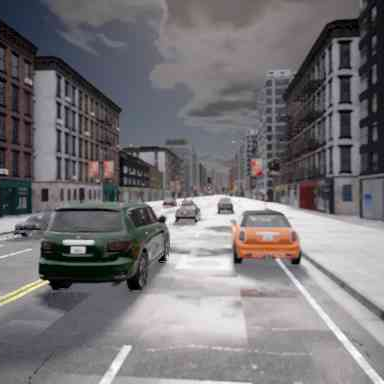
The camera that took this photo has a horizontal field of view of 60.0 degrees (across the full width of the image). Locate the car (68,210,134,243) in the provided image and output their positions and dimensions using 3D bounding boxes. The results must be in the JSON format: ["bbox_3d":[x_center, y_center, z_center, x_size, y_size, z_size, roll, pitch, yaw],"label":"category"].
[{"bbox_3d":[-4.721,1.733,17.995,1.895,1.301,4.718,0,0,5],"label":"car"}]

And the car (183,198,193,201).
[{"bbox_3d":[-0.827,1.858,59.109,2.128,1.511,4.902,0,0,6],"label":"car"}]

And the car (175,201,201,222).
[{"bbox_3d":[-0.287,1.724,28.258,2.033,1.411,5.357,0,0,5],"label":"car"}]

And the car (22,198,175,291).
[{"bbox_3d":[-2.062,1.290,9.426,2.150,2.045,5.566,0,0,5],"label":"car"}]

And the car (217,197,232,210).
[{"bbox_3d":[4.913,1.639,49.824,2.097,1.767,4.553,0,0,6],"label":"car"}]

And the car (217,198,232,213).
[{"bbox_3d":[3.997,1.733,39.525,1.837,1.490,4.892,0,0,6],"label":"car"}]

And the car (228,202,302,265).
[{"bbox_3d":[2.507,1.420,12.223,2.097,1.767,4.553,0,0,5],"label":"car"}]

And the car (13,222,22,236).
[{"bbox_3d":[-7.872,1.699,19.210,2.033,1.411,5.357,0,0,5],"label":"car"}]
